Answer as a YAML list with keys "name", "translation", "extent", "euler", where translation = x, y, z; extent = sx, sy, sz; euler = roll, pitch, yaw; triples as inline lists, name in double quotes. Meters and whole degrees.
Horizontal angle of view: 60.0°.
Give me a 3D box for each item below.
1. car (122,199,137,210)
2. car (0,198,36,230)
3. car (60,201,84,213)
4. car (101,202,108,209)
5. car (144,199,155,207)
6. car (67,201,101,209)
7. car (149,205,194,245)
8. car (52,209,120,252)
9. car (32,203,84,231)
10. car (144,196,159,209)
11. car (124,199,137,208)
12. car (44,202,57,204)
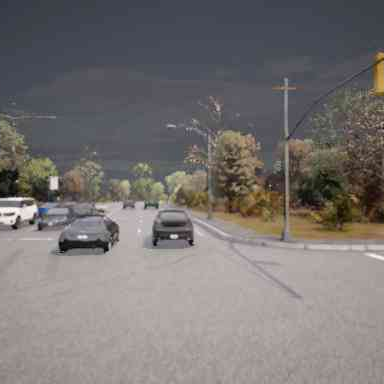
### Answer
- name: "car"
  translation: [-9.947, 1.983, 52.627]
  extent: [1.837, 1.490, 4.892]
  euler: [0, -1, -9]
- name: "car"
  translation: [-12.532, 1.426, 23.183]
  extent: [2.150, 2.045, 5.566]
  euler: [0, 0, -8]
- name: "car"
  translation: [-15.553, 1.937, 43.390]
  extent: [2.033, 1.411, 5.357]
  euler: [0, -1, -9]
- name: "car"
  translation: [-11.756, 1.961, 41.818]
  extent: [1.895, 1.301, 4.718]
  euler: [0, -1, -9]
- name: "car"
  translation: [-8.126, 2.121, 63.450]
  extent: [1.837, 1.490, 4.892]
  euler: [0, -1, -9]
- name: "car"
  translation: [-10.192, 1.767, 31.727]
  extent: [1.837, 1.490, 4.892]
  euler: [0, 0, -8]
- name: "car"
  translation: [-1.004, 1.627, 16.283]
  extent: [1.837, 1.490, 4.892]
  euler: [0, 0, -6]
- name: "car"
  translation: [-4.338, 1.683, 14.545]
  extent: [1.994, 1.385, 4.181]
  euler: [0, 0, -6]
- name: "car"
  translation: [-8.922, 1.716, 22.560]
  extent: [1.812, 1.442, 4.674]
  euler: [0, 0, -7]
- name: "car"
  translation: [-6.498, 1.694, 53.216]
  extent: [2.150, 2.045, 5.566]
  euler: [0, -1, -9]
- name: "car"
  translation: [-11.584, 2.114, 62.911]
  extent: [2.128, 1.511, 4.902]
  euler: [0, -1, -9]
- name: "car"
  translation: [-13.909, 1.761, 32.964]
  extent: [1.882, 1.535, 5.008]
  euler: [0, 0, -9]
